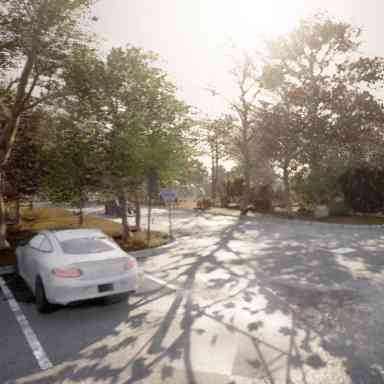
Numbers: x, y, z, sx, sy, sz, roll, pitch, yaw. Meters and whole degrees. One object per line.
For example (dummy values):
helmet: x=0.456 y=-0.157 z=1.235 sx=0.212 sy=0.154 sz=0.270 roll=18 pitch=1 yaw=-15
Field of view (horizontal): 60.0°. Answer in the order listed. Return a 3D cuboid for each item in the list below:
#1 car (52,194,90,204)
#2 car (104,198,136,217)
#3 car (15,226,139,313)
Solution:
car: x=-16.398 y=0.580 z=44.799 sx=5.566 sy=2.045 sz=2.150 roll=1 pitch=1 yaw=23
car: x=-6.366 y=1.324 z=29.843 sx=1.812 sy=1.442 sz=4.674 roll=-3 pitch=3 yaw=-36
car: x=-2.855 y=1.528 z=7.769 sx=2.002 sy=1.452 sz=4.674 roll=0 pitch=0 yaw=-36
